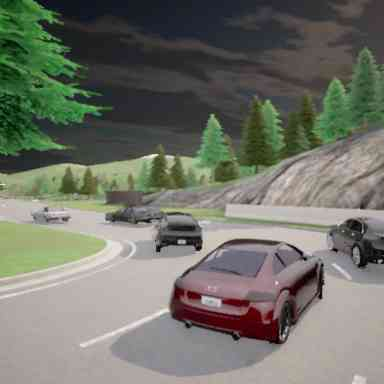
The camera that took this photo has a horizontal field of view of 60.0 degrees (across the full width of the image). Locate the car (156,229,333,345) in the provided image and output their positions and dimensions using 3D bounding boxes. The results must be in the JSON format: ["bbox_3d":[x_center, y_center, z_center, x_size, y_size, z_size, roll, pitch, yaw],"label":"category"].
[{"bbox_3d":[1.356,1.631,6.713,1.994,1.385,4.181,0,-1,32],"label":"car"}]

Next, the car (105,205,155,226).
[{"bbox_3d":[-4.774,1.829,26.436,5.357,1.411,2.033,-1,-1,43],"label":"car"}]

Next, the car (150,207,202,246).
[{"bbox_3d":[-0.754,1.661,14.975,1.837,1.490,4.892,3,-1,-9],"label":"car"}]

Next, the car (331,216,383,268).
[{"bbox_3d":[6.190,1.608,11.578,1.837,1.490,4.892,1,0,7],"label":"car"}]

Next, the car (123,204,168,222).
[{"bbox_3d":[-4.355,1.888,30.757,1.994,1.385,4.181,0,-1,-43],"label":"car"}]

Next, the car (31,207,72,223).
[{"bbox_3d":[-12.393,1.931,29.113,1.895,1.301,4.718,0,-1,-43],"label":"car"}]
